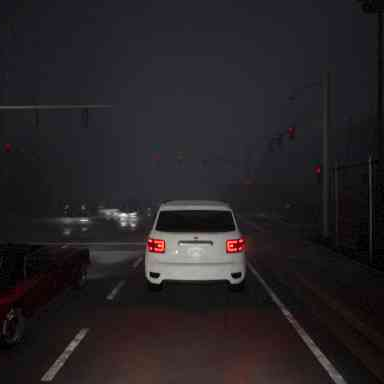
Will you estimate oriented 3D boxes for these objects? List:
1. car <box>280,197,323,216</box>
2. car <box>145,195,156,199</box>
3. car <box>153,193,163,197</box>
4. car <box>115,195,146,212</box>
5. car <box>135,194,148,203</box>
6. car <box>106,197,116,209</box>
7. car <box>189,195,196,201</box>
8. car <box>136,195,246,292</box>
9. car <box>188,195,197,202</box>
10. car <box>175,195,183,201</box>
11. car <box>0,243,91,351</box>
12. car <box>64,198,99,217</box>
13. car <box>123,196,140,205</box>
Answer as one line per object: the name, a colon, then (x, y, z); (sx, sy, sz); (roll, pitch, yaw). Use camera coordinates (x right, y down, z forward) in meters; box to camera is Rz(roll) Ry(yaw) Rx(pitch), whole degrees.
car: (11.002, 1.407, 32.657); (4.553, 1.767, 2.097); (0, 0, 0)
car: (-7.014, 1.526, 50.334); (1.812, 1.442, 4.674); (0, 0, 0)
car: (-6.911, 1.221, 66.772); (2.150, 2.045, 5.566); (0, 0, 1)
car: (-7.038, 1.503, 38.800); (2.128, 1.511, 4.902); (0, 0, 0)
car: (-10.392, 1.354, 68.581); (2.097, 1.767, 4.553); (0, 0, 0)
car: (-10.524, 1.492, 45.910); (2.128, 1.511, 4.902); (0, 0, 0)
car: (0.136, 1.524, 86.128); (1.812, 1.442, 4.674); (0, 0, 0)
car: (0.087, 1.221, 9.072); (2.150, 2.045, 5.566); (0, 0, 0)
car: (0.125, 1.523, 75.725); (2.128, 1.511, 4.902); (0, 0, 0)
car: (-3.364, 1.540, 86.011); (2.033, 1.411, 5.357); (0, 0, 0)
car: (-3.433, 1.601, 6.147); (1.895, 1.301, 4.718); (0, 0, 1)
car: (-10.551, 1.386, 31.917); (2.097, 1.767, 4.553); (0, 0, 0)
car: (-10.487, 1.491, 57.951); (2.128, 1.511, 4.902); (0, 0, 0)
